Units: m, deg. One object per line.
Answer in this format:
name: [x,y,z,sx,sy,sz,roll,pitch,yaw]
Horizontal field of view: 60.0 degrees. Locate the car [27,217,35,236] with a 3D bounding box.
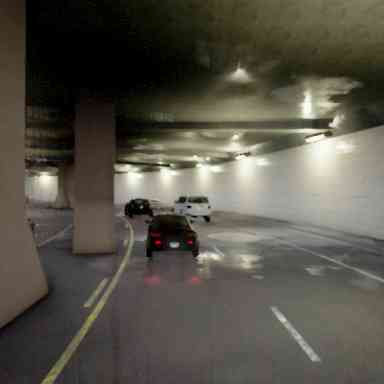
car: [-8.327,1.510,14.429,1.994,1.385,4.181,1,0,-10]

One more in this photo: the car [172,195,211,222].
car: [-0.130,1.256,26.938,2.150,2.045,5.566,1,0,-15]

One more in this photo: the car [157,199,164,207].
car: [-4.823,1.533,39.867,1.812,1.442,4.674,1,0,-26]

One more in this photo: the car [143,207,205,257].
car: [-0.853,1.535,12.993,1.812,1.442,4.674,1,0,-7]

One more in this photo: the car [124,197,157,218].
car: [-4.985,1.347,30.707,2.097,1.767,4.553,1,0,-18]
